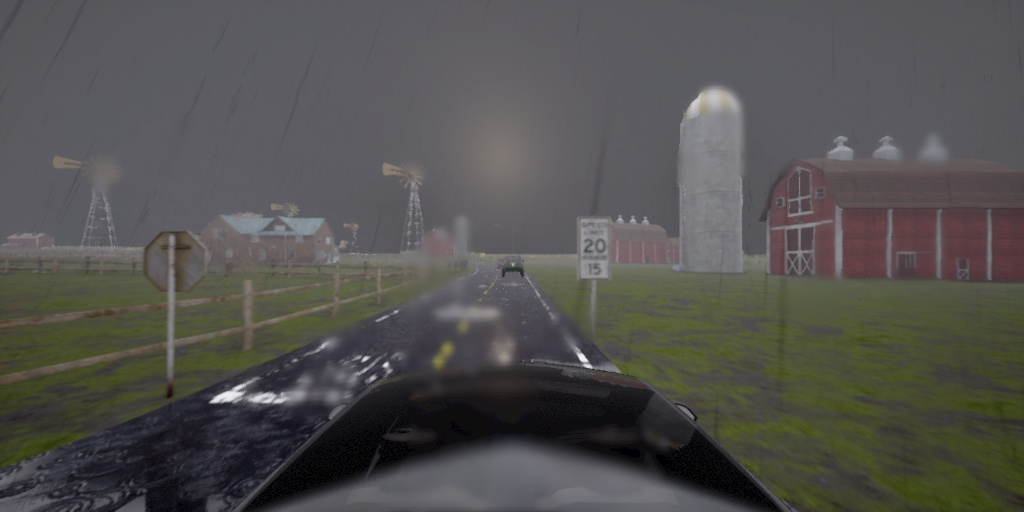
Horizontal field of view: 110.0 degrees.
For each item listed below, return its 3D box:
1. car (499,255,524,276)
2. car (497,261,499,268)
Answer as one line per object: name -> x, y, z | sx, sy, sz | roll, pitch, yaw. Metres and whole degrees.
car -> 0.070, 0.933, 36.762 | 2.150, 2.045, 5.566 | 0, 0, -1
car -> -1.239, 1.195, 55.289 | 1.812, 1.442, 4.674 | 0, 0, -7
